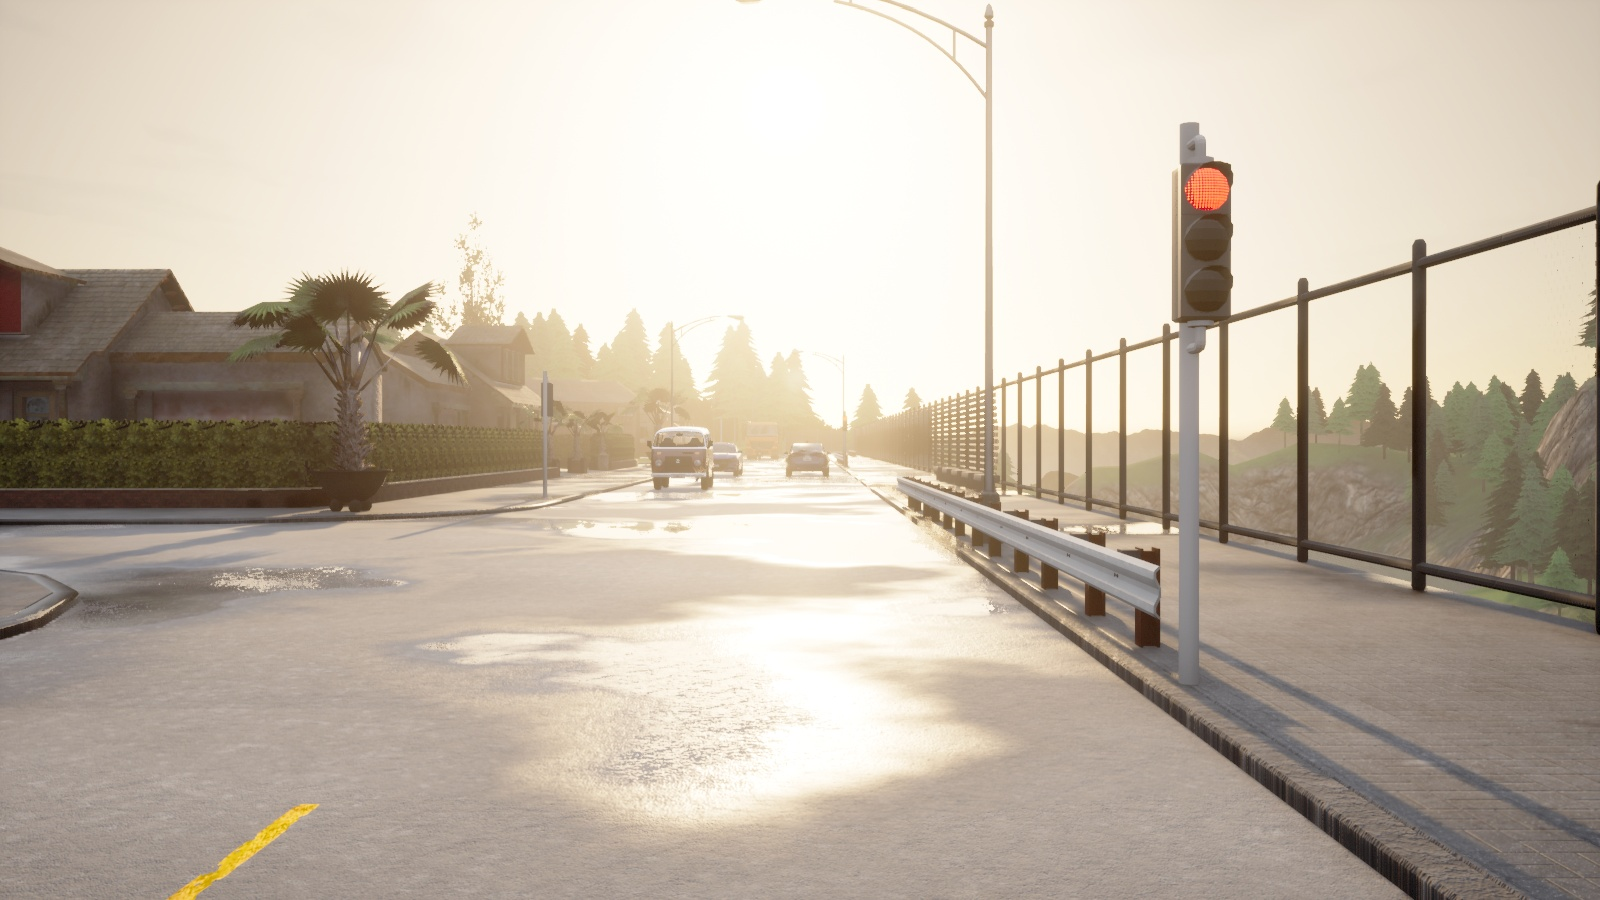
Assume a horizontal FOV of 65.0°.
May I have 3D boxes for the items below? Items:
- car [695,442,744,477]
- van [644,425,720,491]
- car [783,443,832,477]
[{"bbox_3d":[-3.659,0.396,57.693,1.882,1.535,5.008,0,0,0],"label":"car"},{"bbox_3d":[-3.779,0.236,40.949,2.069,2.038,4.480,0,0,0],"label":"van"},{"bbox_3d":[0.337,0.424,57.103,2.163,1.488,4.792,0,0,0],"label":"car"}]
